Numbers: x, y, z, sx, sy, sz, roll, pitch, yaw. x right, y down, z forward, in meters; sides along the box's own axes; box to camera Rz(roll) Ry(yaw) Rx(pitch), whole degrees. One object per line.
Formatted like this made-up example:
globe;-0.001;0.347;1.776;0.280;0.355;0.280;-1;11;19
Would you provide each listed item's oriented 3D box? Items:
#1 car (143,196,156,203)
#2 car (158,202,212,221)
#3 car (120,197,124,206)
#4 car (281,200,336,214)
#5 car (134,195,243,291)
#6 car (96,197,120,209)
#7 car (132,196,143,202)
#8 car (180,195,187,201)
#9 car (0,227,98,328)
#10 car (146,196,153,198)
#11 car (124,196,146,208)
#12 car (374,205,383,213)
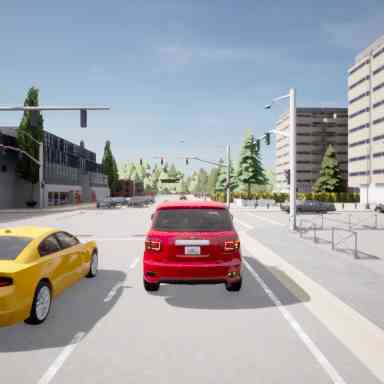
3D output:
car;-8.862;1.540;69.854;2.033;1.411;5.357;0;0;-2
car;-0.601;1.564;26.841;4.181;1.385;1.994;0;0;-3
car;-12.063;1.547;56.111;2.033;1.411;5.357;0;0;-1
car;12.084;1.547;34.580;5.357;1.411;2.033;0;0;-2
car;0.016;1.221;9.112;2.150;2.045;5.566;0;0;0
car;-11.793;1.492;45.859;2.128;1.511;4.902;0;0;-2
car;-12.547;1.581;76.545;1.895;1.301;4.718;0;0;-2
car;-2.336;1.524;87.193;1.812;1.442;4.674;0;0;-2
car;-3.478;1.478;7.125;1.882;1.535;5.008;0;0;0
car;-8.648;1.492;59.490;2.128;1.511;4.902;0;0;-1
car;-8.390;1.505;49.279;1.837;1.490;4.892;0;0;-2
car;22.167;1.547;34.885;5.357;1.411;2.033;0;0;-2
